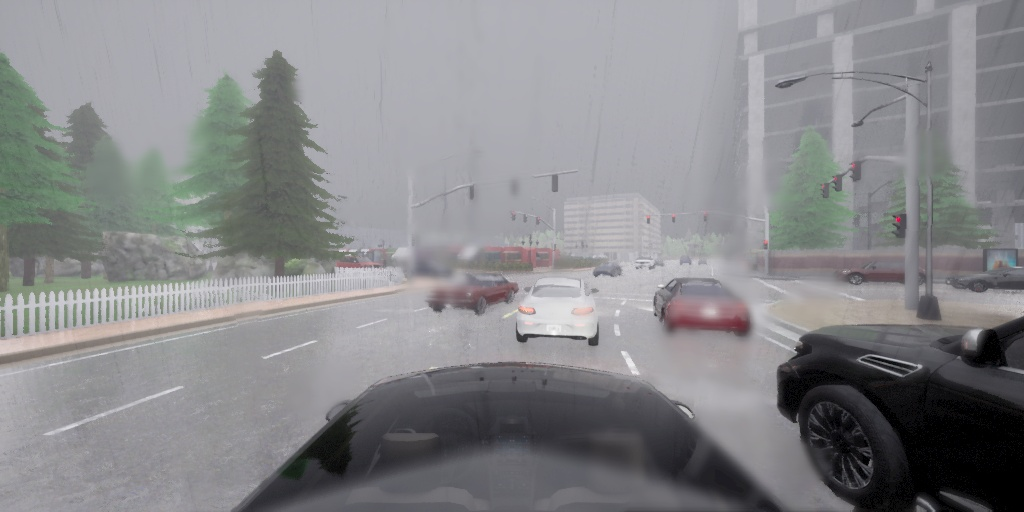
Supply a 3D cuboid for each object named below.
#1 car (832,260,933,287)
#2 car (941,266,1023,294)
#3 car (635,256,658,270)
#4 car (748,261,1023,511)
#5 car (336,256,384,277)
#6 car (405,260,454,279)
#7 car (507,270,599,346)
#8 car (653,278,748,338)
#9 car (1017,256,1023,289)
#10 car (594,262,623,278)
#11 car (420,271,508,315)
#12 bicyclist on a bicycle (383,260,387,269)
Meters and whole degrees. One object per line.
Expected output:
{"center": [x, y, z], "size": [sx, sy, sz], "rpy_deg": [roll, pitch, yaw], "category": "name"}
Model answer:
{"center": [25.926, 1.157, 25.385], "size": [4.553, 1.767, 2.097], "rpy_deg": [0, 0, 30], "category": "car"}
{"center": [28.011, 1.331, 20.151], "size": [4.674, 1.442, 1.812], "rpy_deg": [0, 0, 29], "category": "car"}
{"center": [20.017, 0.974, 53.957], "size": [2.150, 2.045, 5.566], "rpy_deg": [0, 0, 29], "category": "car"}
{"center": [3.737, 0.971, 1.199], "size": [2.150, 2.045, 5.566], "rpy_deg": [0, 0, 0], "category": "car"}
{"center": [-15.646, 1.027, 36.692], "size": [5.566, 2.045, 2.150], "rpy_deg": [0, 0, 30], "category": "car"}
{"center": [-7.306, 1.157, 31.952], "size": [4.553, 1.767, 2.097], "rpy_deg": [0, 0, 30], "category": "car"}
{"center": [1.279, 1.276, 9.421], "size": [1.812, 1.442, 4.674], "rpy_deg": [0, 0, 11], "category": "car"}
{"center": [5.301, 1.314, 10.427], "size": [1.994, 1.385, 4.181], "rpy_deg": [0, 0, 17], "category": "car"}
{"center": [34.261, 1.027, 20.651], "size": [5.566, 2.045, 2.150], "rpy_deg": [0, 0, 30], "category": "car"}
{"center": [9.451, 1.340, 35.045], "size": [2.033, 1.411, 5.357], "rpy_deg": [0, 0, 29], "category": "car"}
{"center": [-1.323, 1.351, 13.802], "size": [1.895, 1.301, 4.718], "rpy_deg": [0, 0, 19], "category": "car"}
{"center": [-15.714, 1.258, 44.291], "size": [0.582, 1.620, 1.656], "rpy_deg": [0, 0, -22], "category": "bicyclist on a bicycle"}
